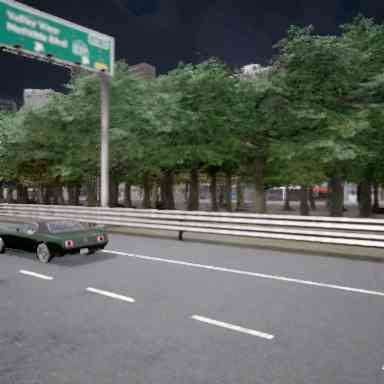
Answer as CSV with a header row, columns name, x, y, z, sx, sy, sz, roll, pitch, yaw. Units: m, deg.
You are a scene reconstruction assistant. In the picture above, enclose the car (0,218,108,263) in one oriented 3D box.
name,x,y,z,sx,sy,sz,roll,pitch,yaw
car,-5.247,1.603,11.914,4.718,1.301,1.895,0,0,36
